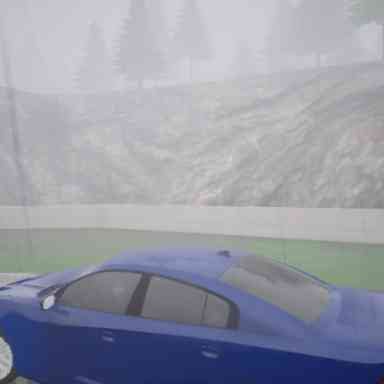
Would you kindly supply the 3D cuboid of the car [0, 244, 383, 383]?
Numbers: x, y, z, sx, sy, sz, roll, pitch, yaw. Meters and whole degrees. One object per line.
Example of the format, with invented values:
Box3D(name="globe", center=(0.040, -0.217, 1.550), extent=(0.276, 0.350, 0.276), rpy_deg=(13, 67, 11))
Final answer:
Box3D(name="car", center=(-0.403, 1.376, 3.818), extent=(5.008, 1.535, 1.882), rpy_deg=(-1, 1, 26))
